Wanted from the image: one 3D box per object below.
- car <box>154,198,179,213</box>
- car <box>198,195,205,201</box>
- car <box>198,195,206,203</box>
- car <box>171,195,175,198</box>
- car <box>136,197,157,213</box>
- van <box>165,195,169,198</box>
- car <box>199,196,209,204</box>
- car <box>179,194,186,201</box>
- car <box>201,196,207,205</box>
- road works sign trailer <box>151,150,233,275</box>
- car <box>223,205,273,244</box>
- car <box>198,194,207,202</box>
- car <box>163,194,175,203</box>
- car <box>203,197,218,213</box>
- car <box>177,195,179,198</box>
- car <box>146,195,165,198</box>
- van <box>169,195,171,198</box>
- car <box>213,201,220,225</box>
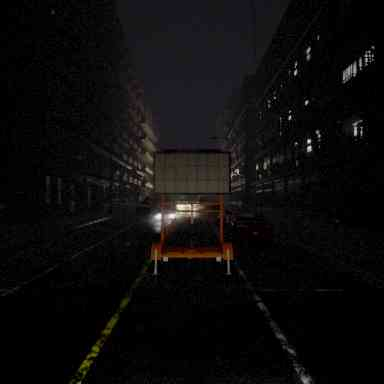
[{"bbox_3d":[-2.837,1.665,37.667,1.895,1.301,4.718,0,0,0],"label":"car"},{"bbox_3d":[2.585,1.728,93.241,1.967,1.590,4.097,1,0,0],"label":"car"},{"bbox_3d":[2.606,1.679,60.054,1.887,1.381,4.507,1,0,0],"label":"car"},{"bbox_3d":[-5.265,1.496,71.180,2.192,1.841,5.009,1,0,0],"label":"car"},{"bbox_3d":[-5.282,1.591,37.827,1.752,1.417,4.829,2,0,0],"label":"car"},{"bbox_3d":[-5.271,1.455,54.587,1.690,1.788,3.998,2,0,0],"label":"van"},{"bbox_3d":[2.619,1.621,71.116,1.967,1.590,4.097,1,0,0],"label":"car"},{"bbox_3d":[-2.717,1.475,90.475,2.150,2.045,5.566,0,0,0],"label":"car"},{"bbox_3d":[2.599,1.631,43.462,2.008,1.369,4.403,1,0,0],"label":"car"},{"bbox_3d":[0.001,0.474,10.477,2.380,3.560,2.880,0,0,0],"label":"road works sign trailer"},{"bbox_3d":[2.590,1.562,15.808,1.887,1.381,4.507,1,0,0],"label":"car"},{"bbox_3d":[2.584,1.545,82.178,2.192,1.841,5.009,1,0,0],"label":"car"},{"bbox_3d":[-5.263,1.520,76.710,2.192,1.841,5.009,1,0,0],"label":"car"},{"bbox_3d":[2.598,1.610,37.930,1.887,1.381,4.507,1,0,0],"label":"car"},{"bbox_3d":[-5.266,1.824,87.771,1.947,1.339,4.313,1,0,0],"label":"car"},{"bbox_3d":[-5.274,1.395,43.529,2.192,1.841,5.009,2,0,0],"label":"car"},{"bbox_3d":[-5.270,1.476,60.119,1.690,1.788,3.998,1,0,0],"label":"van"},{"bbox_3d":[2.593,1.552,21.510,1.752,1.417,4.829,1,0,0],"label":"car"}]
